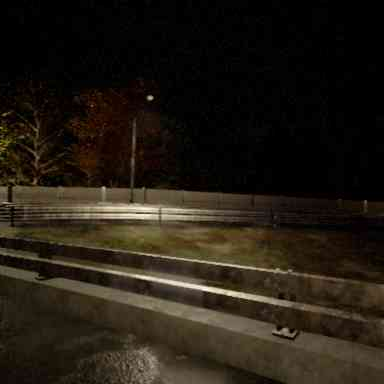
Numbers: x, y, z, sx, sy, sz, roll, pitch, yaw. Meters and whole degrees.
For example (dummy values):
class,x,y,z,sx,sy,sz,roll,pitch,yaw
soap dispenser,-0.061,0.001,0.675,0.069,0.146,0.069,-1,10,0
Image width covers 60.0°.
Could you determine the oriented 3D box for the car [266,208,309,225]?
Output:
class,x,y,z,sx,sy,sz,roll,pitch,yaw
car,10.079,2.512,35.275,4.553,1.767,2.097,3,-1,-19
